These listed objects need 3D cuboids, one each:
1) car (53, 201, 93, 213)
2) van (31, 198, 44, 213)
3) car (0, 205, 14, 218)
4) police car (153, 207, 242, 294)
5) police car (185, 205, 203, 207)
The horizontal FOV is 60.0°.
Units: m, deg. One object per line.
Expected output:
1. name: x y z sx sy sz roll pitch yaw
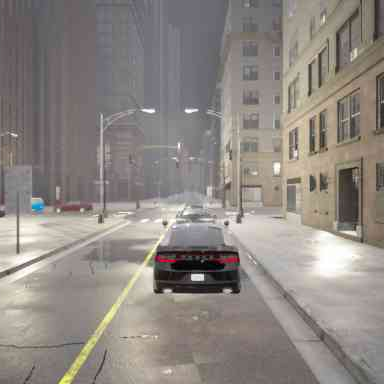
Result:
1. car: -13.943 1.726 39.120 4.507 1.381 1.887 -1 0 0
2. van: -19.570 1.590 39.145 3.998 1.788 1.690 -1 0 0
3. car: -19.600 1.523 30.620 5.009 1.841 2.192 -1 0 0
4. police car: 0.110 1.427 8.938 1.930 1.638 5.238 0 0 0
5. police car: 0.127 1.509 18.543 2.038 1.542 4.974 0 0 0
